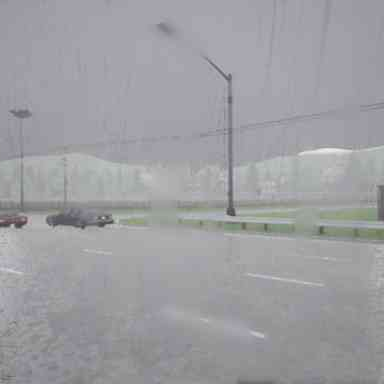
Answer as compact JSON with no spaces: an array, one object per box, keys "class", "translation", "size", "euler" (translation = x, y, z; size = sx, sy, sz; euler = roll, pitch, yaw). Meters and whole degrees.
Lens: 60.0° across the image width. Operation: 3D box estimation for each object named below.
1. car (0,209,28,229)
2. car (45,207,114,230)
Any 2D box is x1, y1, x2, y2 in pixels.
[{"class":"car","translation":[-12.817,1.771,21.693],"size":[4.718,1.301,1.895],"euler":[-1,0,35]},{"class":"car","translation":[-7.579,1.688,22.263],"size":[5.357,1.411,2.033],"euler":[-1,0,35]}]
